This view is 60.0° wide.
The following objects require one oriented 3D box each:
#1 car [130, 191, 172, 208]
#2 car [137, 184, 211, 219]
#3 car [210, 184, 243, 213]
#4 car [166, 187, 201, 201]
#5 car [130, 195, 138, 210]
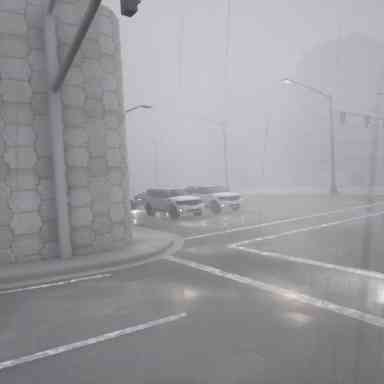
[{"bbox_3d":[-4.215,0.692,33.629,2.128,1.511,4.902,-5,3,-35],"label":"car"},{"bbox_3d":[-1.444,0.661,23.630,2.150,2.045,5.566,-5,3,-35],"label":"car"},{"bbox_3d":[1.401,0.425,25.654,2.150,2.045,5.566,-5,3,-35],"label":"car"},{"bbox_3d":[-1.169,0.219,41.752,1.837,1.490,4.892,-5,3,-35],"label":"car"},{"bbox_3d":[-6.865,1.001,31.331,1.994,1.385,4.181,-5,3,-35],"label":"car"}]
